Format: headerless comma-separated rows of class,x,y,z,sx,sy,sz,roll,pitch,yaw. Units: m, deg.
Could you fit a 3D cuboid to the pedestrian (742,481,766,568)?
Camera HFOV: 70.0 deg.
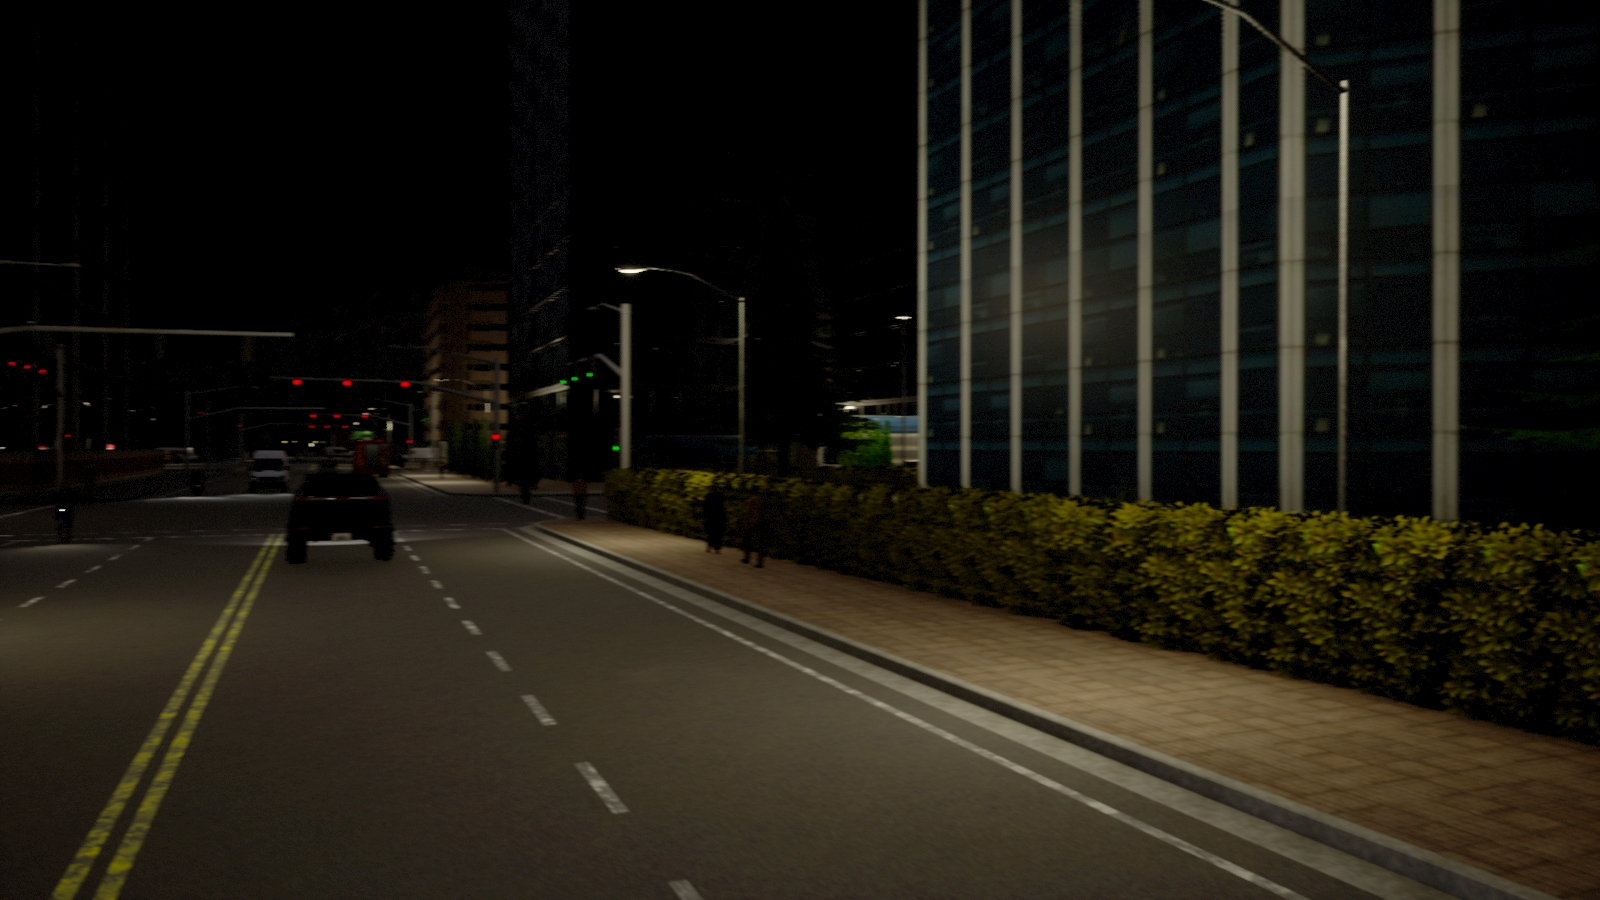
pedestrian,-1.007,1.621,24.861,0.375,1.860,0.375,0,0,-35

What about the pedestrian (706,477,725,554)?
pedestrian,-2.091,1.611,28.270,0.375,1.860,0.375,0,0,-22

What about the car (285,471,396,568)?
car,-11.875,1.652,29.489,2.390,2.098,6.274,0,0,-23

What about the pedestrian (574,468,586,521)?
pedestrian,-7.793,1.570,40.424,0.375,1.860,0.375,0,0,-19
